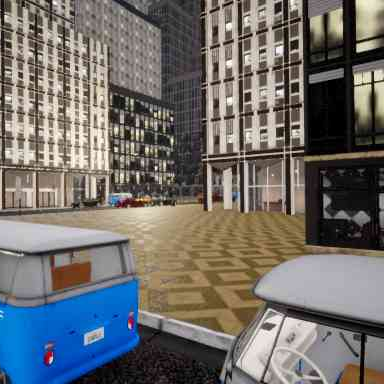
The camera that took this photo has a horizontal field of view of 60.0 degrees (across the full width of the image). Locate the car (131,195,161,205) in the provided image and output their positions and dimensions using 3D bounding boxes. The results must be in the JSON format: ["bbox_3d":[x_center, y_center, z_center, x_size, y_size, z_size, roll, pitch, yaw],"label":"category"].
[{"bbox_3d":[-7.249,1.279,52.768,1.752,1.417,4.829,0,0,36],"label":"car"}]

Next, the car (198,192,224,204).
[{"bbox_3d":[2.963,0.909,52.525,2.192,1.841,5.009,0,0,36],"label":"car"}]

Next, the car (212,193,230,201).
[{"bbox_3d":[6.193,1.017,71.098,1.967,1.590,4.097,0,0,36],"label":"car"}]

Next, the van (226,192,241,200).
[{"bbox_3d":[9.527,0.872,75.647,1.690,1.788,3.998,0,0,36],"label":"van"}]

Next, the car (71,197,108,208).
[{"bbox_3d":[-13.819,1.404,43.808,1.947,1.339,4.313,0,0,36],"label":"car"}]

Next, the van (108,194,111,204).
[{"bbox_3d":[-10.485,1.136,48.356,1.690,1.788,3.998,0,0,36],"label":"van"}]

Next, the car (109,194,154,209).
[{"bbox_3d":[-7.037,1.267,38.886,1.887,1.381,4.507,0,0,36],"label":"car"}]

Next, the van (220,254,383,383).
[{"bbox_3d":[1.964,1.341,1.486,3.998,1.788,1.690,0,-1,36],"label":"van"}]

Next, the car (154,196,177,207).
[{"bbox_3d":[-3.704,1.231,43.433,2.008,1.369,4.403,0,0,36],"label":"car"}]

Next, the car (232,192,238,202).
[{"bbox_3d":[6.299,1.101,57.072,2.008,1.369,4.403,0,0,36],"label":"car"}]

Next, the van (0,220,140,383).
[{"bbox_3d":[-2.574,1.342,4.728,3.998,1.788,1.690,0,-1,36],"label":"van"}]
